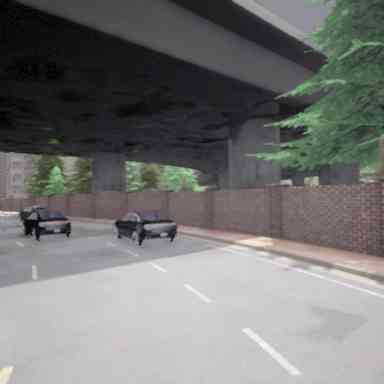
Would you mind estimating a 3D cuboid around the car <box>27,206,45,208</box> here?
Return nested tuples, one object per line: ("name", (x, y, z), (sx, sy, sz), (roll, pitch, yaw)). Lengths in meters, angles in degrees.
("car", (-15.089, 2.112, 32.006), (1.837, 1.490, 4.892), (-1, -1, -43))

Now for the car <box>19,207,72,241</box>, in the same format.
("car", (-8.443, 1.843, 19.221), (2.128, 1.511, 4.902), (-1, -1, -36))

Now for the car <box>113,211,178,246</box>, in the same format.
("car", (-2.454, 1.687, 16.551), (2.128, 1.511, 4.902), (-1, -1, -30))
